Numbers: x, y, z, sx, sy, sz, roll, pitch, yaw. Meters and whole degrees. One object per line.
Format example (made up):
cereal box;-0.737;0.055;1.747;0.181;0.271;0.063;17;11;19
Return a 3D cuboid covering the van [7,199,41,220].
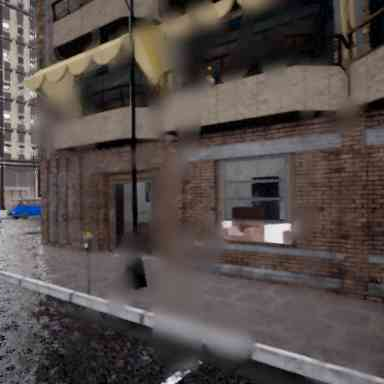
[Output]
van;-13.868;1.457;29.094;1.690;1.788;3.998;-2;-1;36
